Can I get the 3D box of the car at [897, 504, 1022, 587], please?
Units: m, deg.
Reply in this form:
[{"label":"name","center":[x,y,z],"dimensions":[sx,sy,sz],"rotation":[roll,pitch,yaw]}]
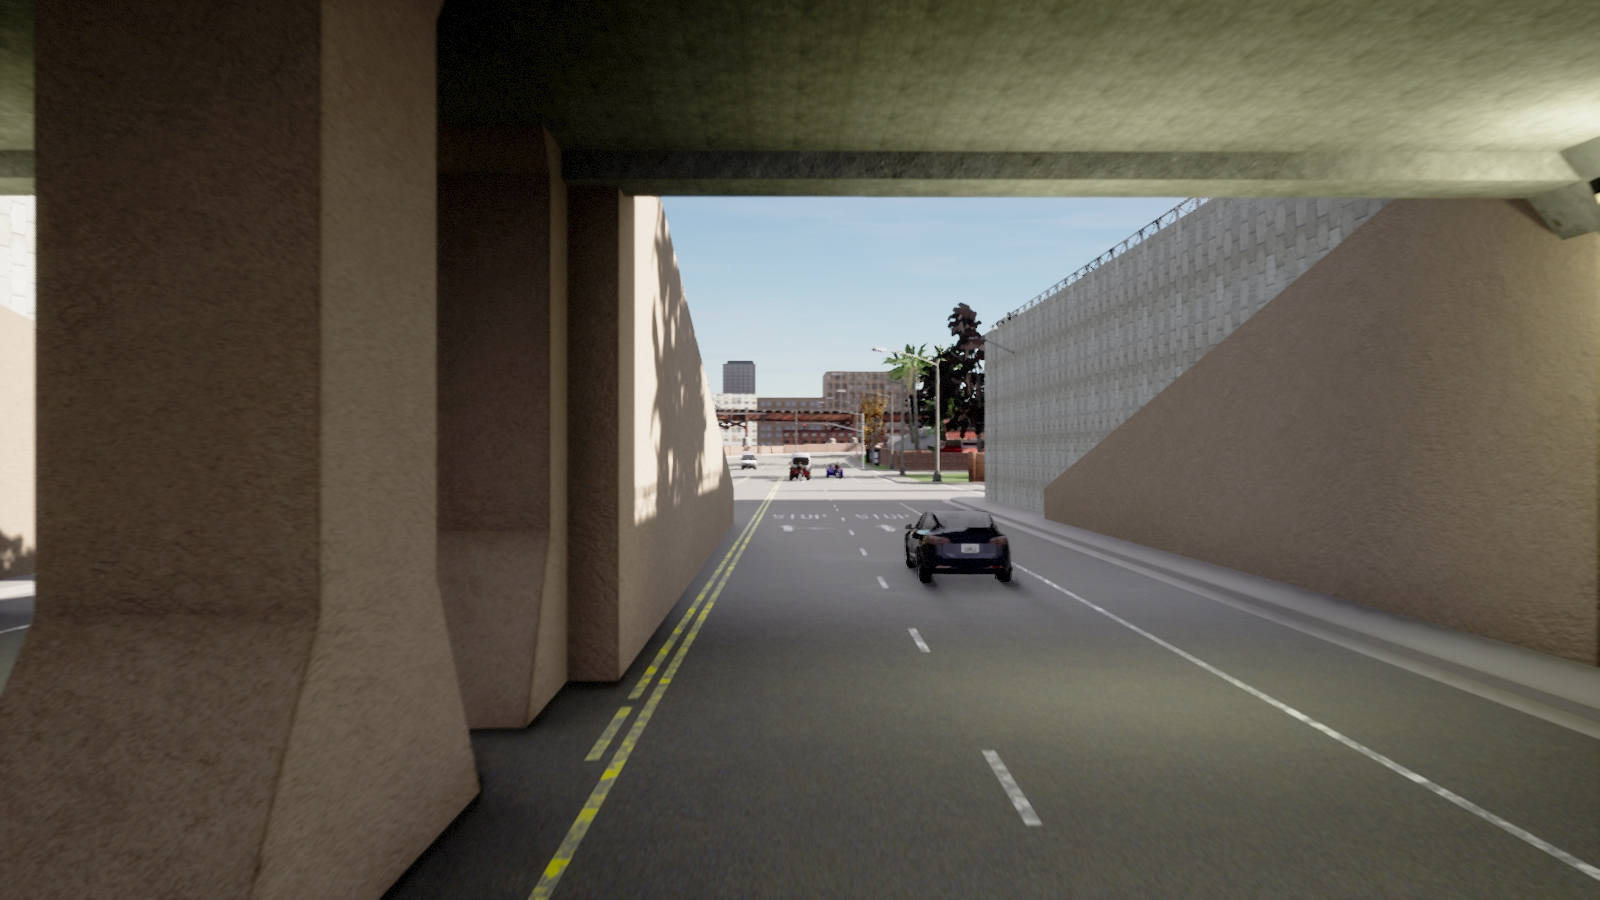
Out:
[{"label":"car","center":[3.462,2.063,25.751],"dimensions":[2.163,1.488,4.792],"rotation":[0,0,0]}]
